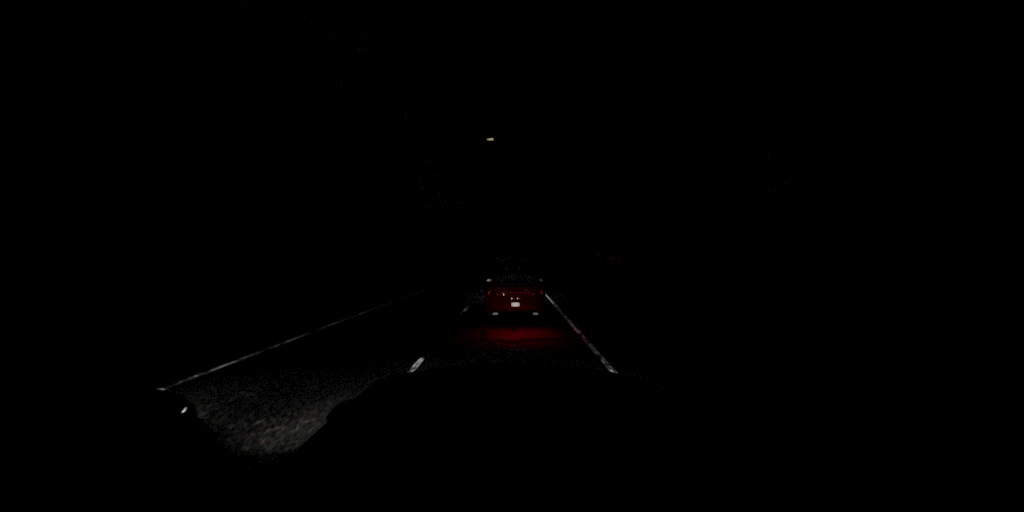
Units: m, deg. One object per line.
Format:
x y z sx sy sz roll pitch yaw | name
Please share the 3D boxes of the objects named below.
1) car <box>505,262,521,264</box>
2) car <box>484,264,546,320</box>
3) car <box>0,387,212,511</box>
0.107 1.249 31.216 2.128 1.511 4.902 0 0 0 | car
0.101 1.230 12.690 1.882 1.535 5.008 0 0 0 | car
-3.400 1.276 0.982 1.812 1.442 4.674 0 0 0 | car
